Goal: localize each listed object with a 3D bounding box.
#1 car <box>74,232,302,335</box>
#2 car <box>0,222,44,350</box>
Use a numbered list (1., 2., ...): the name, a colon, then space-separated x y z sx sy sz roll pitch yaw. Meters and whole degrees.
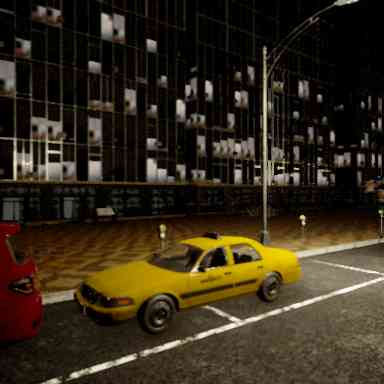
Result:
1. car: 0.200 1.525 6.703 4.829 1.417 1.752 0 0 -35
2. car: -4.277 1.316 3.512 5.009 1.841 2.192 0 0 -35
